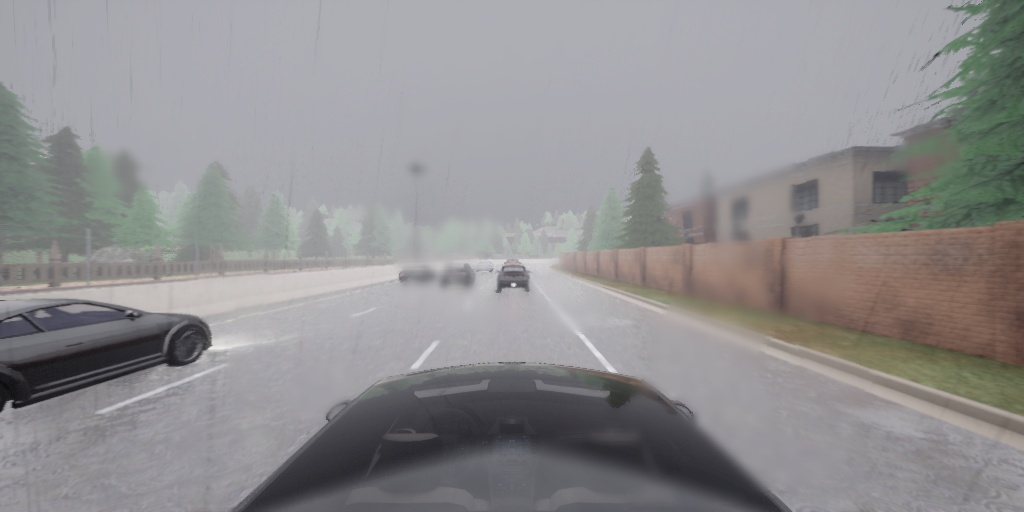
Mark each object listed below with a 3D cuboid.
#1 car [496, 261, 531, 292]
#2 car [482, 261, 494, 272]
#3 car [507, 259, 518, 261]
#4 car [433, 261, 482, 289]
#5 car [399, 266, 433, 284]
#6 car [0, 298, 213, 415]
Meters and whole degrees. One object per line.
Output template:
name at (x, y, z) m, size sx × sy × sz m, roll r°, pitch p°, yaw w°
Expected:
car at (0.091, 1.278, 21.638) m, size 1.837 × 1.490 × 4.892 m, roll 0°, pitch 0°, yaw 0°
car at (-3.409, 1.327, 46.854) m, size 1.812 × 1.442 × 4.674 m, roll 0°, pitch 0°, yaw 0°
car at (0.083, 1.149, 43.772) m, size 2.097 × 1.767 × 4.553 m, roll 0°, pitch 0°, yaw 0°
car at (-3.412, 1.266, 23.513) m, size 2.128 × 1.511 × 4.902 m, roll 0°, pitch 0°, yaw 0°
car at (-6.914, 1.379, 26.992) m, size 1.895 × 1.301 × 4.718 m, roll 0°, pitch 0°, yaw 0°
car at (-6.902, 1.317, 5.330) m, size 1.994 × 1.385 × 4.181 m, roll 0°, pitch 0°, yaw 0°
